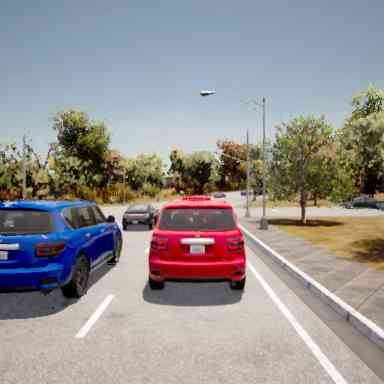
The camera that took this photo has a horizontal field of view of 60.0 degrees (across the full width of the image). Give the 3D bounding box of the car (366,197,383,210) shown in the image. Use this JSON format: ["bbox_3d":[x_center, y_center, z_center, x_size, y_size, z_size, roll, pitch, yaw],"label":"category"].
[{"bbox_3d":[23.358,1.428,38.957,4.181,1.385,1.994,-1,0,3],"label":"car"}]

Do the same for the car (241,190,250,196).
[{"bbox_3d":[14.251,0.178,86.362,2.128,1.511,4.902,0,3,33],"label":"car"}]

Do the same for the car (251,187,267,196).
[{"bbox_3d":[17.566,-0.162,85.078,2.150,2.045,5.566,0,3,33],"label":"car"}]

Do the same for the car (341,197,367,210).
[{"bbox_3d":[21.408,1.429,42.582,4.892,1.490,1.837,-1,0,3],"label":"car"}]

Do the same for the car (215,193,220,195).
[{"bbox_3d":[0.281,1.241,19.602,2.150,2.045,5.566,0,0,1],"label":"car"}]

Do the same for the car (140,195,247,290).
[{"bbox_3d":[0.129,1.221,9.234,2.150,2.045,5.566,0,0,0],"label":"car"}]

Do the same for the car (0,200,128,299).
[{"bbox_3d":[-3.381,1.221,8.584,2.150,2.045,5.566,0,0,1],"label":"car"}]

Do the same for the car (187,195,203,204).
[{"bbox_3d":[0.596,1.420,65.689,1.812,1.442,4.674,0,2,19],"label":"car"}]

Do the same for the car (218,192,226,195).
[{"bbox_3d":[6.615,0.776,79.817,1.994,1.385,4.181,0,3,26],"label":"car"}]

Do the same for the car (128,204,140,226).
[{"bbox_3d":[-3.168,1.515,21.367,2.128,1.511,4.902,0,0,1],"label":"car"}]
